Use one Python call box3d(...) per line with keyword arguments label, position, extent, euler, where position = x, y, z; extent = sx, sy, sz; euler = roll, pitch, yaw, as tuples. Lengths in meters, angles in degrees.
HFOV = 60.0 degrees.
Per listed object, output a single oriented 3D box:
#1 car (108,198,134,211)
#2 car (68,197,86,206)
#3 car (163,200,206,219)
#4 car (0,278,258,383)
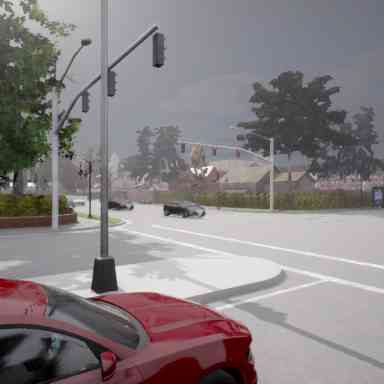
box3d(label="car", position=(-8.641, 1.489, 40.014), extent=(2.128, 1.511, 4.902), euler=(0, 0, -36))
box3d(label="car", position=(-18.815, 1.525, 54.075), extent=(1.812, 1.442, 4.674), euler=(0, 0, -36))
box3d(label="car", position=(-0.756, 1.492, 29.132), extent=(2.128, 1.511, 4.902), euler=(0, 0, -36))
box3d(label="car", position=(-1.653, 1.478, 2.590), extent=(5.008, 1.535, 1.882), euler=(0, 0, -35))
